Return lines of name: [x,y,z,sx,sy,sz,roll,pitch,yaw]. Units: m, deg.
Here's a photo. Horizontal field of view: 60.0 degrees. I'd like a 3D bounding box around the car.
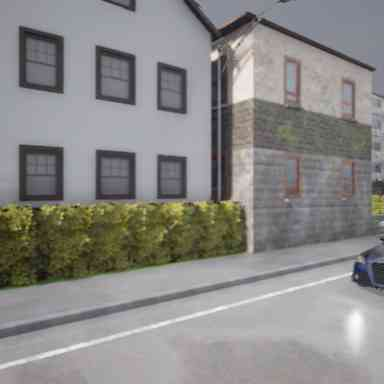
car: [5.683,1.563,7.938,4.181,1.385,1.994,0,0,-35]
